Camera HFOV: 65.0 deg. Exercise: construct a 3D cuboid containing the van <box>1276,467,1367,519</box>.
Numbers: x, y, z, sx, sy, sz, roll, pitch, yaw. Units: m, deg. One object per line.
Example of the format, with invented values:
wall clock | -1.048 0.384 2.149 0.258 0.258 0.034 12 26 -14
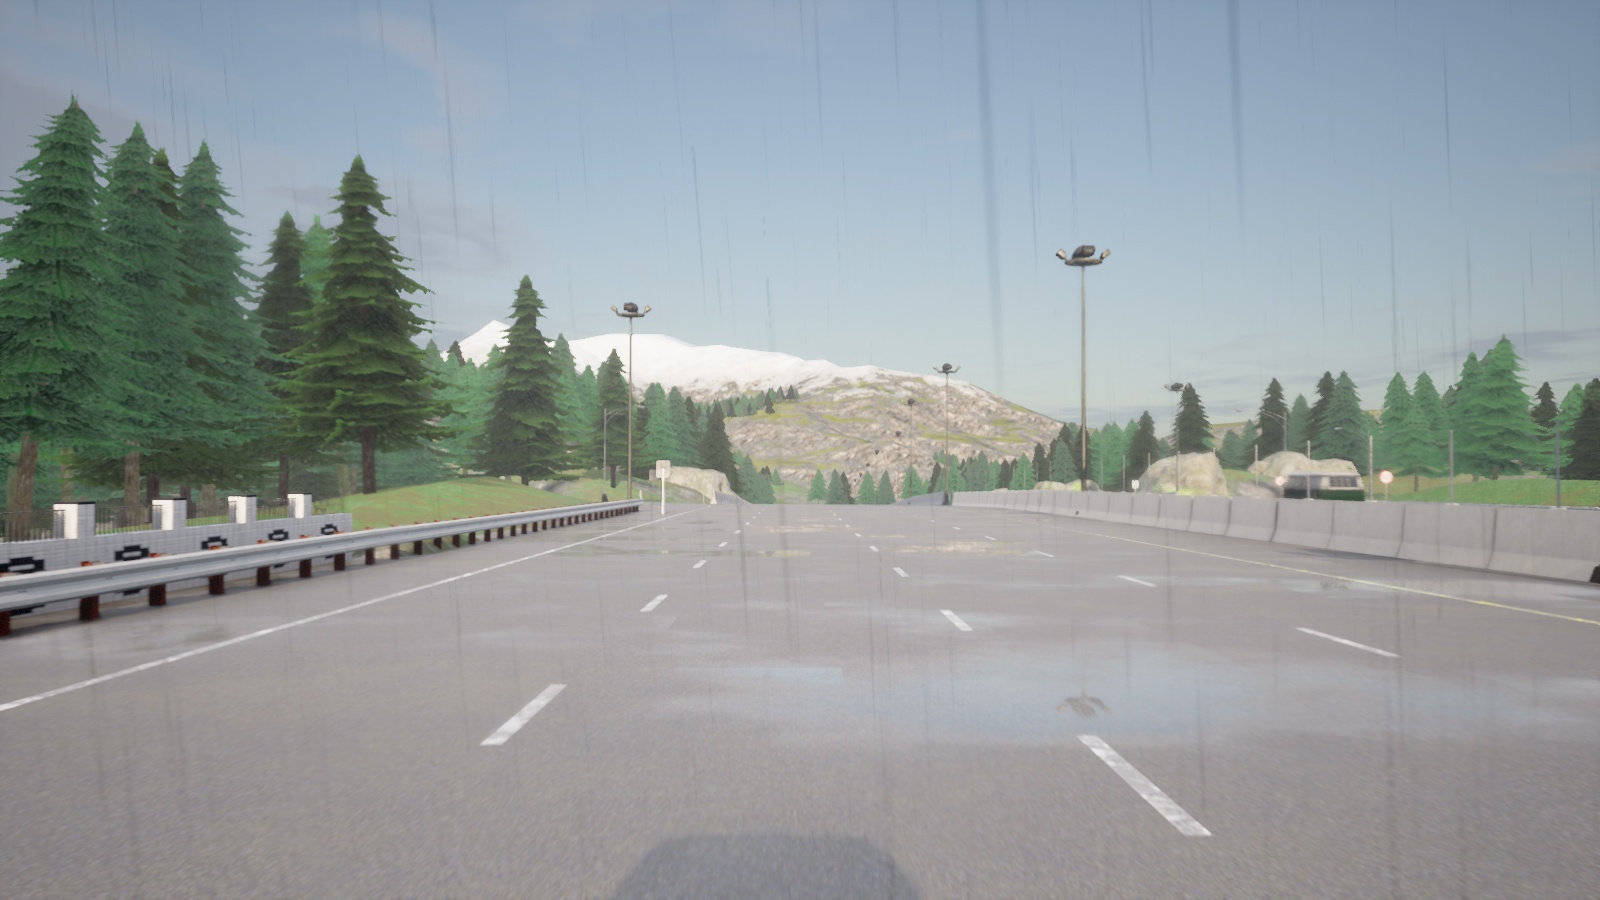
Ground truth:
van | 20.878 1.711 50.483 1.775 1.987 4.442 0 -1 0
